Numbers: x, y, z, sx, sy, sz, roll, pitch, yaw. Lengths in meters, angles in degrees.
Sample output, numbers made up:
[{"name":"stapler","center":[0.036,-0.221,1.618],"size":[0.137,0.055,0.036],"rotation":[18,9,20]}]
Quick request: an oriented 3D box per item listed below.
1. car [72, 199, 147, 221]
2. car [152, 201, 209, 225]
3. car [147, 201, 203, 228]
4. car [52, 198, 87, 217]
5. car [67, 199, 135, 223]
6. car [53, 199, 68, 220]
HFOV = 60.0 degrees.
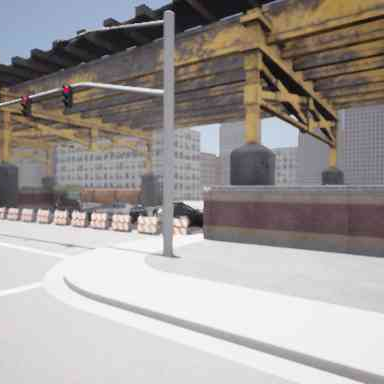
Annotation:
[{"name":"car","center":[-5.613,1.187,23.196],"size":[4.536,1.218,1.853],"rotation":[0,0,-1]},{"name":"car","center":[-0.860,1.219,20.768],"size":[1.853,1.218,4.536],"rotation":[0,0,-26]},{"name":"car","center":[-0.838,1.377,20.722],"size":[2.038,1.542,4.974],"rotation":[0,0,-26]},{"name":"car","center":[-9.433,1.159,25.912],"size":[1.853,1.218,4.536],"rotation":[0,0,-11]},{"name":"car","center":[-5.666,1.344,23.195],"size":[4.974,1.542,2.038],"rotation":[0,0,-1]},{"name":"car","center":[-9.424,1.317,25.862],"size":[2.038,1.542,4.974],"rotation":[0,0,-11]}]
